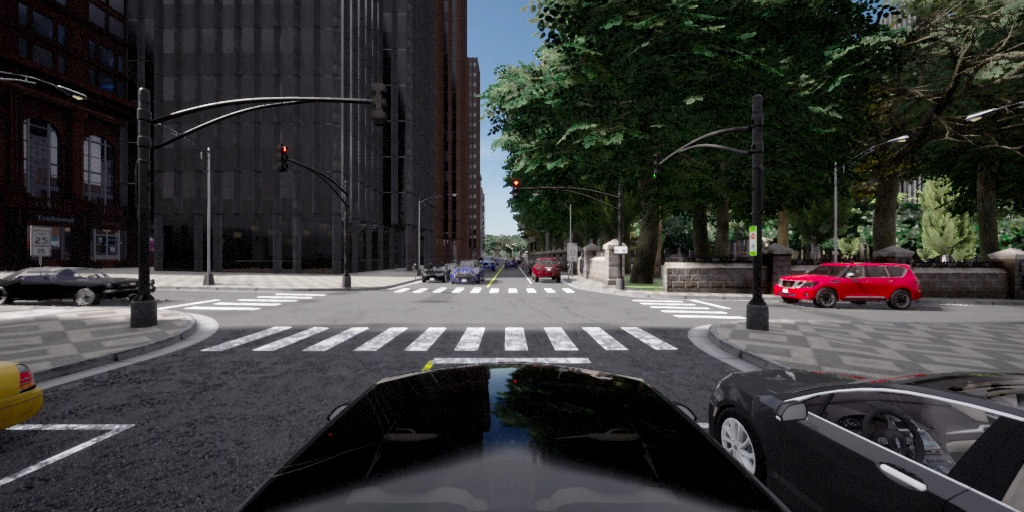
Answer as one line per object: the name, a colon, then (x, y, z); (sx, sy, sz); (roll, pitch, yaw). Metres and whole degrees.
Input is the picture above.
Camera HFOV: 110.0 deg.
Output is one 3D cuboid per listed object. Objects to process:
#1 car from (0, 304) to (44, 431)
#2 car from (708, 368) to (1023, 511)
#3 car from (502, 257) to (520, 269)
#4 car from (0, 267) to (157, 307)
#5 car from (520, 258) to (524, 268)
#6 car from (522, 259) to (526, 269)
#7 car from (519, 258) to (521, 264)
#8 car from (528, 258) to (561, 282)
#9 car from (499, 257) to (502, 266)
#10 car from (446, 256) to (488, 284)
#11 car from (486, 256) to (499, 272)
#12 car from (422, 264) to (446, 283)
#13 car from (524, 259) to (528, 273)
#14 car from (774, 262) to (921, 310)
car: (-5.760, 1.275, 1.577); (1.751, 1.417, 4.829); (0, 0, 0)
car: (2.764, 1.300, 1.785); (2.007, 1.370, 4.403); (0, 0, 0)
car: (-0.140, 1.146, 58.667); (2.097, 1.767, 4.553); (0, 0, 0)
car: (-16.157, 1.074, 13.158); (4.718, 1.301, 1.895); (1, 0, -1)
car: (2.599, 1.335, 50.275); (2.007, 1.370, 4.403); (0, 0, 0)
car: (2.618, 1.329, 44.818); (2.007, 1.370, 4.403); (0, 0, 0)
car: (2.581, 1.230, 55.732); (1.967, 1.591, 4.097); (0, 0, 0)
car: (2.673, 1.075, 28.450); (2.192, 1.841, 5.009); (0, 0, 0)
car: (-3.207, 0.872, 63.169); (2.097, 1.767, 4.553); (0, 0, 0)
car: (-3.248, 1.111, 26.848); (2.097, 1.767, 4.553); (0, 0, 1)
car: (-3.248, 1.001, 46.643); (2.150, 2.045, 5.566); (0, 0, 0)
car: (-5.852, 1.326, 28.411); (1.948, 1.339, 4.313); (0, 0, 0)
car: (2.636, 1.338, 39.362); (1.948, 1.339, 4.313); (0, 0, 0)
car: (15.439, 1.312, 16.638); (5.566, 2.045, 2.150); (1, 0, -1)
